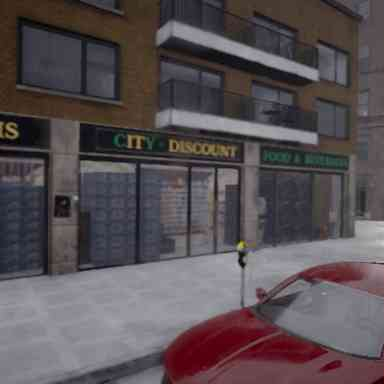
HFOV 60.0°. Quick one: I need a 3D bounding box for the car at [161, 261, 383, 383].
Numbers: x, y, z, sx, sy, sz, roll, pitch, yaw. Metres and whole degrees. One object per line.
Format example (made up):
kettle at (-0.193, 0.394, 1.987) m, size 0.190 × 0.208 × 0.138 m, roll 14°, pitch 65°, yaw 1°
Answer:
car at (1.799, 1.526, 3.637) m, size 4.507 × 1.381 × 1.887 m, roll 0°, pitch 1°, yaw -34°
